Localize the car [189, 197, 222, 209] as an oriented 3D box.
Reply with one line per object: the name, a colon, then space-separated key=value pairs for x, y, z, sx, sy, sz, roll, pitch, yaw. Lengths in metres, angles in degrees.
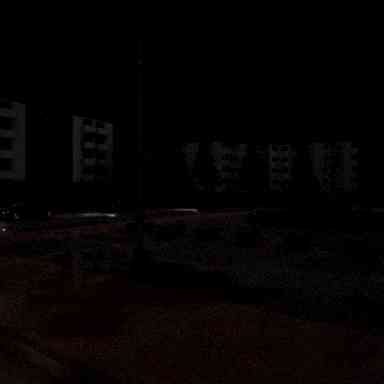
car: x=1.852 y=1.505 z=44.788 sx=4.892 sy=1.490 sz=1.837 roll=0 pitch=0 yaw=-33

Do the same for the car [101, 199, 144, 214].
car: x=-7.529 y=1.478 z=36.280 sx=1.882 sy=1.535 sz=5.008 roll=0 pitch=0 yaw=40

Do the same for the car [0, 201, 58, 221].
car: x=-13.688 y=1.505 z=27.760 sx=1.837 sy=1.490 sz=4.892 roll=0 pitch=0 yaw=34
